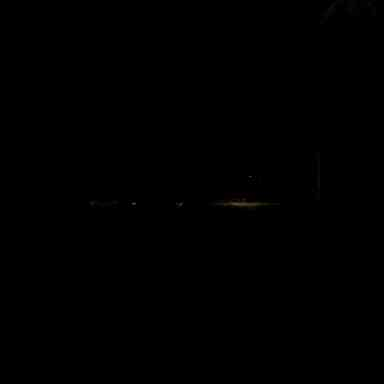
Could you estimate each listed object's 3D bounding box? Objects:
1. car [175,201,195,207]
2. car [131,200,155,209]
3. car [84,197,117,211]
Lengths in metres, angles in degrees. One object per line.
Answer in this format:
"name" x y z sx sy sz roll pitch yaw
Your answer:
"car" -1.274 2.399 67.633 1.895 1.301 4.718 -1 -1 34
"car" -8.321 2.178 57.189 2.128 1.511 4.902 -1 -1 35
"car" -14.509 1.900 53.175 2.150 2.045 5.566 -1 -1 34
